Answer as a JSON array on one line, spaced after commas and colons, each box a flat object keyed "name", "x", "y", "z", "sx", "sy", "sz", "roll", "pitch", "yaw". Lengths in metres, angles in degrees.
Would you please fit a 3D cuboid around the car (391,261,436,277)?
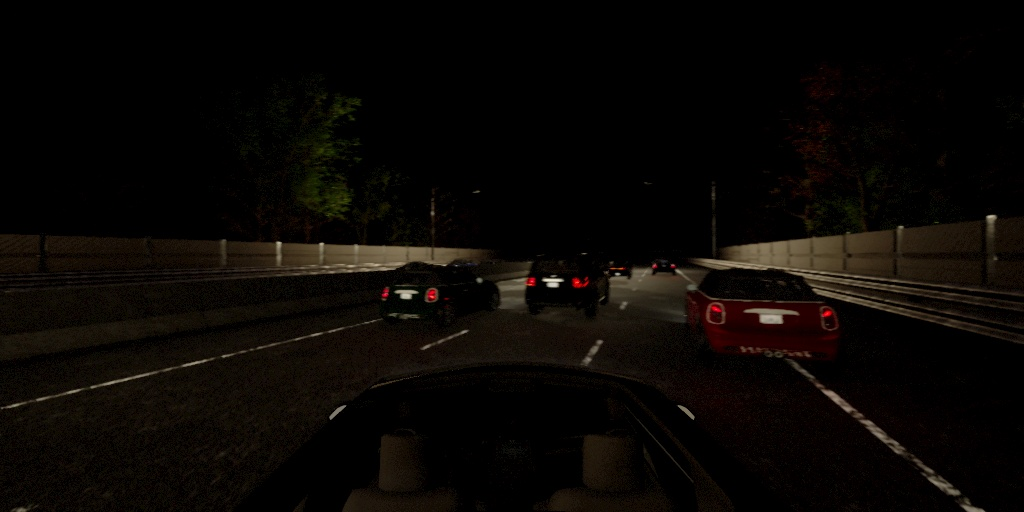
[{"name": "car", "x": -10.432, "y": 1.332, "z": 38.392, "sx": 1.882, "sy": 1.535, "sz": 5.008, "roll": -1, "pitch": 0, "yaw": 22}]

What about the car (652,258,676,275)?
[{"name": "car", "x": 14.933, "y": 0.937, "z": 35.291, "sx": 2.097, "sy": 1.767, "sz": 4.553, "roll": -1, "pitch": 0, "yaw": 23}]

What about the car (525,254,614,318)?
[{"name": "car", "x": 2.215, "y": 0.944, "z": 13.207, "sx": 2.150, "sy": 2.045, "sz": 5.566, "roll": -1, "pitch": 0, "yaw": 22}]

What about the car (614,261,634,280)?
[{"name": "car", "x": 9.206, "y": 1.151, "z": 30.413, "sx": 1.837, "sy": 1.490, "sz": 4.892, "roll": -1, "pitch": 0, "yaw": 22}]

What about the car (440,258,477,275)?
[{"name": "car", "x": -5.936, "y": 1.158, "z": 40.166, "sx": 2.097, "sy": 1.767, "sz": 4.553, "roll": -1, "pitch": 0, "yaw": 22}]

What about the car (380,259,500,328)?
[{"name": "car", "x": -2.106, "y": 1.121, "z": 11.830, "sx": 2.097, "sy": 1.767, "sz": 4.553, "roll": -1, "pitch": 0, "yaw": 22}]

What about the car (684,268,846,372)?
[{"name": "car", "x": 5.050, "y": 1.045, "z": 7.861, "sx": 2.097, "sy": 1.767, "sz": 4.553, "roll": -1, "pitch": 0, "yaw": 22}]
